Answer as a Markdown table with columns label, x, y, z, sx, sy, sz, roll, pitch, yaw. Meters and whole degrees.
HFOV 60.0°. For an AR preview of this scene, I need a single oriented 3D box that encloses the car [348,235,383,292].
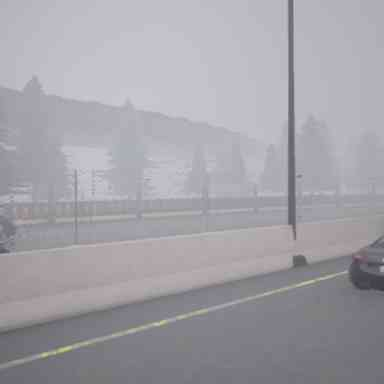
| label | x | y | z | sx | sy | sz | roll | pitch | yaw |
| --- | --- | --- | --- | --- | --- | --- | --- | --- | --- |
| car | 5.478 | 1.480 | 7.660 | 4.181 | 1.385 | 1.994 | -1 | 0 | -35 |

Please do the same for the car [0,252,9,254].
| label | x | y | z | sx | sy | sz | roll | pitch | yaw |
| --- | --- | --- | --- | --- | --- | --- | --- | --- | --- |
| car | -6.978 | 1.505 | 7.612 | 4.902 | 1.511 | 2.128 | -1 | 0 | -36 |
